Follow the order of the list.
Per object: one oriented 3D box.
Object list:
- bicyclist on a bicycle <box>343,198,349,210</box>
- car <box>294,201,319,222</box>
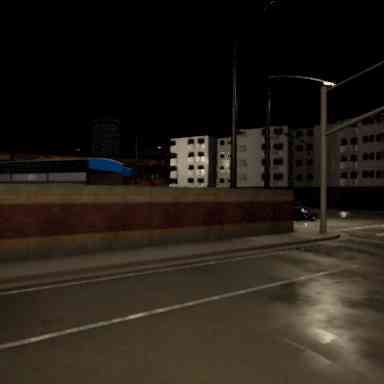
[{"bbox_3d":[21.312,1.688,46.066,1.656,1.620,0.582,0,0,-35],"label":"bicyclist on a bicycle"},{"bbox_3d":[8.741,1.562,28.994,2.097,1.767,4.553,1,0,-33],"label":"car"}]
